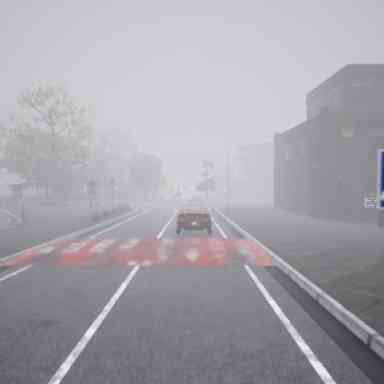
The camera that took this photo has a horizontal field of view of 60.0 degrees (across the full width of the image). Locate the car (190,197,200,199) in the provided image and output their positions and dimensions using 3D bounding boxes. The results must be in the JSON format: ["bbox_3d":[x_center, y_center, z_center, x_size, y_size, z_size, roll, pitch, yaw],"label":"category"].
[{"bbox_3d":[0.324,1.293,35.979,1.801,1.575,5.366,0,0,2],"label":"car"}]

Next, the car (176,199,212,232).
[{"bbox_3d":[0.107,1.422,19.370,1.882,1.535,5.008,0,1,0],"label":"car"}]
